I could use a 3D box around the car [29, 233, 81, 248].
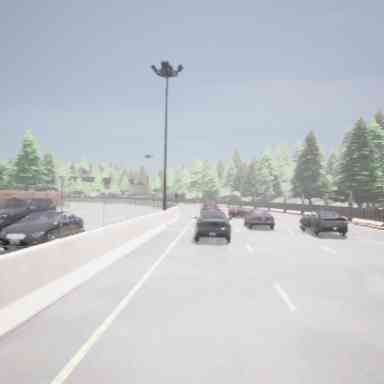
[{"bbox_3d":[-6.306,1.586,14.566,2.128,1.511,4.902,1,-1,4],"label":"car"}]

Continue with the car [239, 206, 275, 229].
[{"bbox_3d":[5.093,1.990,25.534,2.033,1.411,5.357,1,-1,4],"label":"car"}]

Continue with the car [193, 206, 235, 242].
[{"bbox_3d":[1.134,1.778,18.157,1.837,1.490,4.892,1,0,4],"label":"car"}]

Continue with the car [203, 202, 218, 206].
[{"bbox_3d":[1.863,1.863,34.608,2.097,1.767,4.553,1,-1,1],"label":"car"}]

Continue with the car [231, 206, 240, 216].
[{"bbox_3d":[5.295,2.227,38.579,1.895,1.301,4.718,1,-1,-2],"label":"car"}]

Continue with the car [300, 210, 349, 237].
[{"bbox_3d":[8.349,1.933,21.412,2.128,1.511,4.902,1,-1,4],"label":"car"}]
